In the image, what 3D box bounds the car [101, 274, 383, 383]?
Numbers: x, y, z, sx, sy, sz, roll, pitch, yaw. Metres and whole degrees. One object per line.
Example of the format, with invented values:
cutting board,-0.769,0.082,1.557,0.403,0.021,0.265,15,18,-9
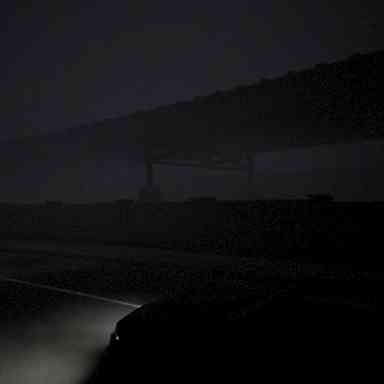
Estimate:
car,1.220,1.524,2.976,4.674,1.442,1.812,-1,0,35
